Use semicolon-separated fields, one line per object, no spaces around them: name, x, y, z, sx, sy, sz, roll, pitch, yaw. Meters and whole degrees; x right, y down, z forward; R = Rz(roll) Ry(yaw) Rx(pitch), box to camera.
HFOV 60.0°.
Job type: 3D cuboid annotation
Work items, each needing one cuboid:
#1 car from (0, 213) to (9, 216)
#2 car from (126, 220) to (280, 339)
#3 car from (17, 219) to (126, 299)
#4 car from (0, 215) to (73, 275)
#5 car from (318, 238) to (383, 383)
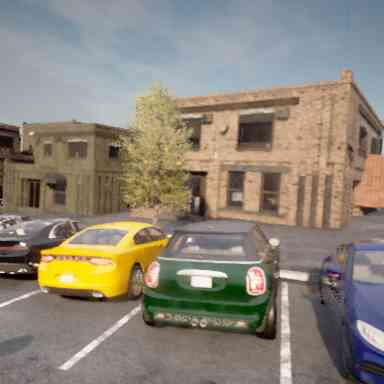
car;-6.476;1.567;12.018;2.231;1.521;4.892;-1;-1;15
car;0.701;1.366;6.908;2.185;1.767;4.553;0;-1;15
car;-1.684;1.514;8.627;2.097;1.535;5.008;0;-1;15
car;-4.083;1.541;10.322;2.231;1.521;4.892;0;-1;15
car;3.113;1.512;5.235;2.002;1.452;4.674;0;-1;15
